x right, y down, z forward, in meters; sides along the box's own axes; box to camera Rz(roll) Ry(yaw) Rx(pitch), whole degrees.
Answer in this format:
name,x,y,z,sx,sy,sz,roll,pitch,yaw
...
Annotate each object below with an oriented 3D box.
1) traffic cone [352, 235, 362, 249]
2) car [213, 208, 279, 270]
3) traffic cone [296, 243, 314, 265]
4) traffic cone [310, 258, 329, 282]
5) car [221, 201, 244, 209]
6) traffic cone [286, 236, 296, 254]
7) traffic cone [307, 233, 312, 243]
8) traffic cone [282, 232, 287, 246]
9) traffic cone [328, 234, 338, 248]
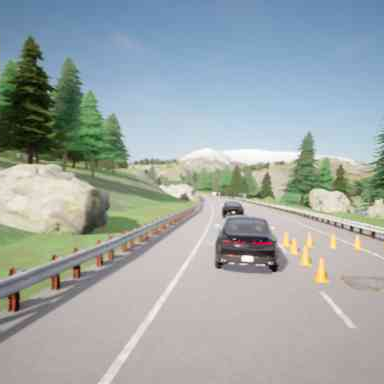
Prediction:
name,x,y,z,sx,sy,sz,roll,pitch,yaw
traffic cone,7.158,2.152,14.392,0.340,0.580,0.340,2,0,7
car,1.781,1.551,11.331,1.837,1.490,4.892,2,0,7
traffic cone,3.678,2.055,10.802,0.340,0.580,0.340,2,0,7
traffic cone,3.426,2.049,8.818,0.340,0.580,0.340,2,0,7
car,3.658,1.571,30.261,1.882,1.535,5.008,2,0,5
traffic cone,3.931,2.062,12.786,0.340,0.580,0.340,2,0,7
traffic cone,5.174,2.096,14.644,0.340,0.580,0.340,2,0,7
traffic cone,4.183,2.068,14.770,0.340,0.580,0.340,2,0,7
traffic cone,6.166,2.124,14.518,0.340,0.580,0.340,2,0,7
